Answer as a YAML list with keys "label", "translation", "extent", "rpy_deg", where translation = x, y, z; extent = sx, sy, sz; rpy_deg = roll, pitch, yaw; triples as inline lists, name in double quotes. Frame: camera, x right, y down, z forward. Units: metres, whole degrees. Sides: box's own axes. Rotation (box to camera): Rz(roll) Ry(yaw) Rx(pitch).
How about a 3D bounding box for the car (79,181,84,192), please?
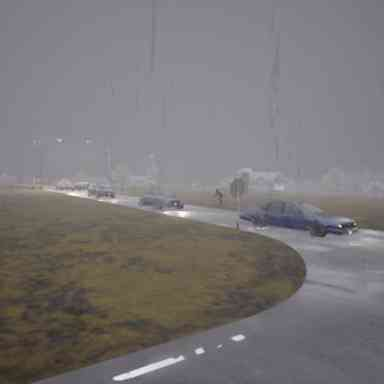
- label: "car"
  translation: [-16.950, -0.876, 51.235]
  extent: [2.128, 1.511, 4.902]
  rpy_deg: [1, 2, -35]

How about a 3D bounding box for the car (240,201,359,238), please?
- label: "car"
  translation: [4.798, 1.142, 15.685]
  extent: [2.033, 1.411, 5.357]
  rpy_deg: [1, 2, -41]

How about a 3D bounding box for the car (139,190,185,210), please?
- label: "car"
  translation: [-2.314, 0.570, 25.083]
  extent: [1.994, 1.385, 4.181]
  rpy_deg: [1, 2, -35]

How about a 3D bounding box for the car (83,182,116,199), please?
- label: "car"
  translation: [-9.784, -0.128, 35.817]
  extent: [1.837, 1.490, 4.892]
  rpy_deg: [1, 2, -35]

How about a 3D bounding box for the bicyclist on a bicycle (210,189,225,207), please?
- label: "bicyclist on a bicycle"
  translation: [2.267, 0.526, 28.980]
  extent: [1.656, 1.620, 0.582]
  rpy_deg: [0, 2, -35]

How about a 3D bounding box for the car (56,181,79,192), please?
- label: "car"
  translation: [-18.402, -0.819, 48.313]
  extent: [1.812, 1.442, 4.674]
  rpy_deg: [1, 2, -35]

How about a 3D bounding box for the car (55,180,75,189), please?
- label: "car"
  translation: [-22.902, -1.288, 59.772]
  extent: [2.033, 1.411, 5.357]
  rpy_deg: [1, 2, -35]
